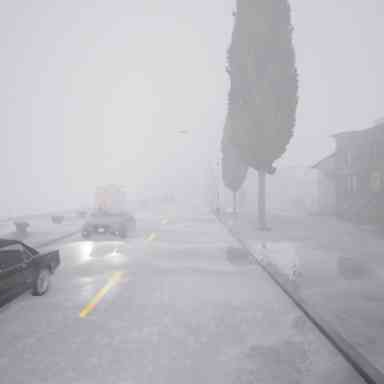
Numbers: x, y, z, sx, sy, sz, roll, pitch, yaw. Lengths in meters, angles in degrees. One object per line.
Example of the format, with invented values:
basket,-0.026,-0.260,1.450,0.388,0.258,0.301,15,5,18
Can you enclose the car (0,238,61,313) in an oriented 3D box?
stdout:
car,-4.098,1.584,5.833,1.895,1.301,4.718,0,0,0

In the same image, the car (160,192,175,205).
car,-4.012,1.107,55.675,2.150,2.045,5.566,0,0,0

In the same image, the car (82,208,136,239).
car,-4.075,1.513,16.912,1.994,1.385,4.181,0,0,0
